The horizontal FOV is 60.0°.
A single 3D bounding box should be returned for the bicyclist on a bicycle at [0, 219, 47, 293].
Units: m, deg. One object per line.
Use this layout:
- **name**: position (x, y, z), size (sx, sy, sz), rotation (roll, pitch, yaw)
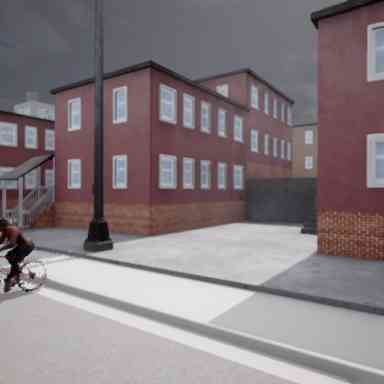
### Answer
- **bicyclist on a bicycle**: position (-3.812, 1.380, 6.959), size (0.582, 1.620, 1.656), rotation (0, 0, 36)
